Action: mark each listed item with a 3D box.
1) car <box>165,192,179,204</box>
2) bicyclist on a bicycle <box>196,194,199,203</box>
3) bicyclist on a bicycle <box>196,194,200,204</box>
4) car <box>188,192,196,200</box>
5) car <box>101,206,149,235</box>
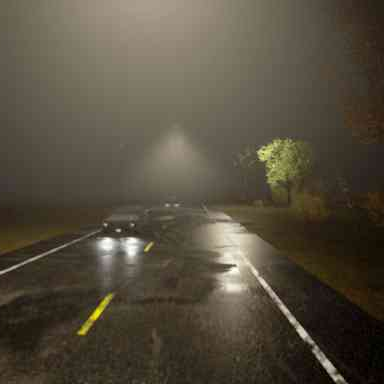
[{"bbox_3d":[-3.526,1.040,59.936,2.150,2.045,5.566,0,0,1],"label":"car"},{"bbox_3d":[0.982,1.263,62.542,0.582,1.620,1.656,0,0,0],"label":"bicyclist on a bicycle"},{"bbox_3d":[0.980,1.293,53.543,0.582,1.620,1.656,0,0,0],"label":"bicyclist on a bicycle"},{"bbox_3d":[0.024,1.162,81.322,1.994,1.385,4.181,0,0,0],"label":"car"},{"bbox_3d":[-3.596,1.497,18.925,2.033,1.411,5.357,0,0,0],"label":"car"}]
